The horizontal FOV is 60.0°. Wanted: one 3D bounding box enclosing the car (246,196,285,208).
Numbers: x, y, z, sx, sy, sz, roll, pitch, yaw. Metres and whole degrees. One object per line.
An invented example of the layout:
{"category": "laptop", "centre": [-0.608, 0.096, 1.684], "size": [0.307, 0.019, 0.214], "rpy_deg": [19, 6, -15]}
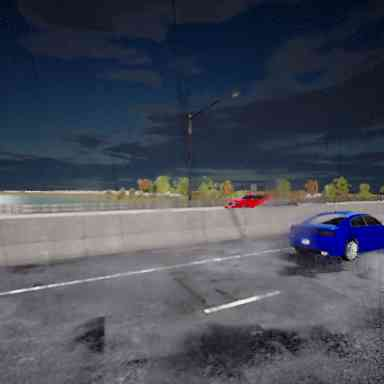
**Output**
{"category": "car", "centre": [7.772, 1.400, 30.795], "size": [4.902, 1.511, 2.128], "rpy_deg": [0, 0, -35]}

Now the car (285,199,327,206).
{"category": "car", "centre": [10.262, 1.469, 28.261], "size": [4.181, 1.385, 1.994], "rpy_deg": [0, 0, -35]}

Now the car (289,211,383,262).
{"category": "car", "centre": [5.655, 1.430, 12.020], "size": [5.008, 1.535, 1.882], "rpy_deg": [0, 0, -35]}

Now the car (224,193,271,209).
{"category": "car", "centre": [5.880, 1.131, 33.745], "size": [5.566, 2.045, 2.150], "rpy_deg": [0, 0, -35]}
